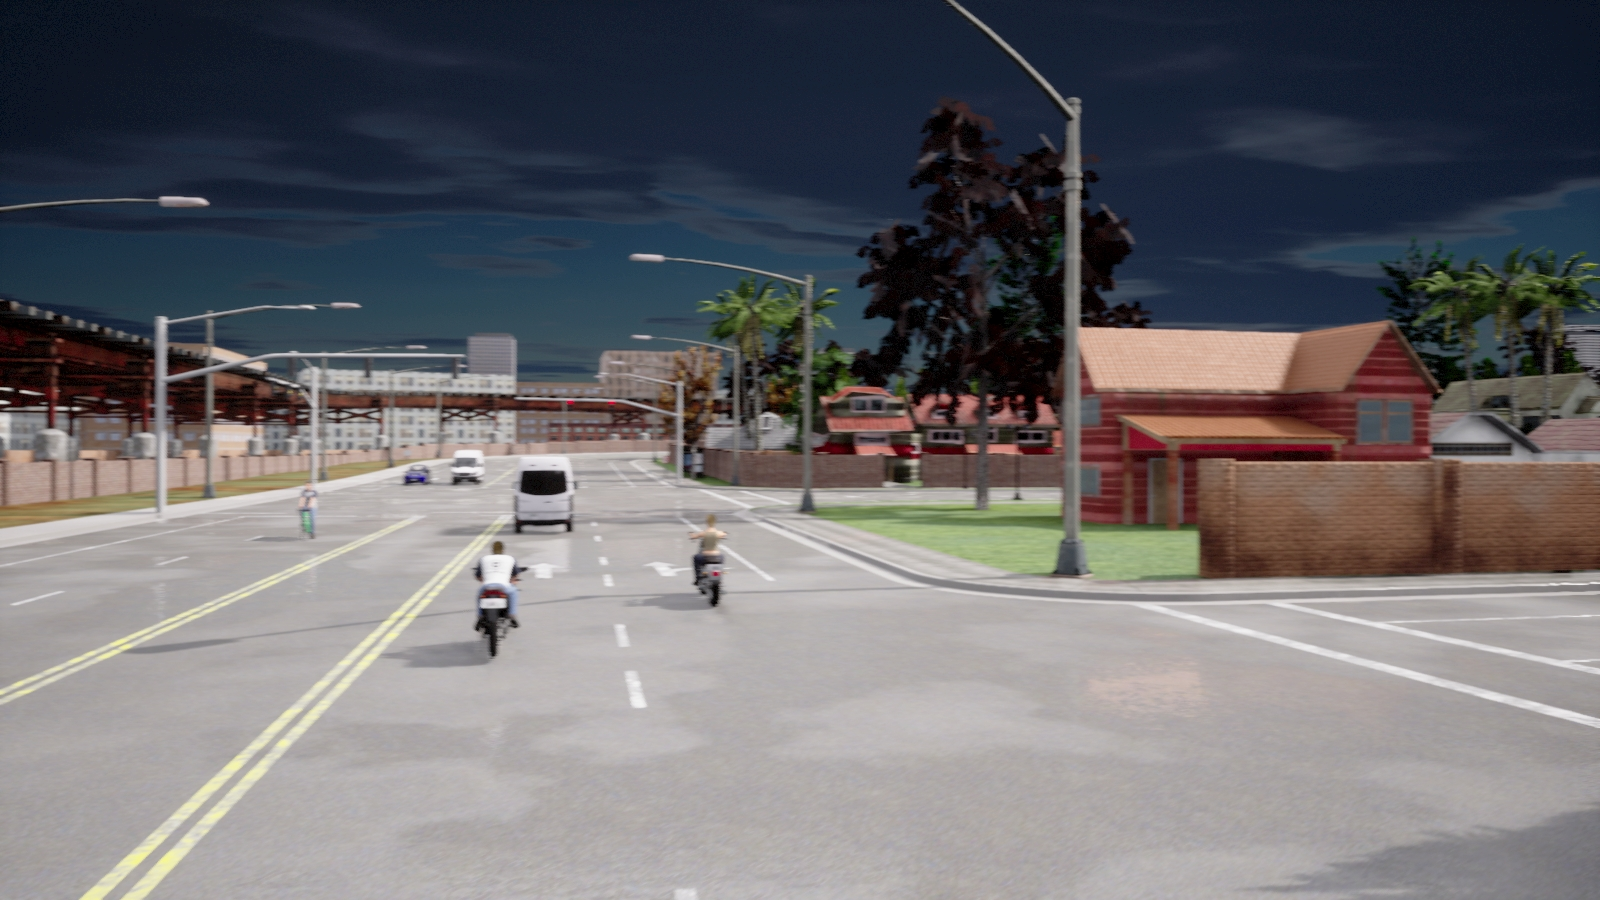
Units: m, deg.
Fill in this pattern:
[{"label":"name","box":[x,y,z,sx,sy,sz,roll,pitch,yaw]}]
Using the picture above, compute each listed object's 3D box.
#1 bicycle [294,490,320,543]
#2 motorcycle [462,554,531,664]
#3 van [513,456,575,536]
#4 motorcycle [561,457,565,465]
[{"label":"bicycle","box":[-14.970,2.003,34.733,0.373,1.521,1.643,0,0,-11]},{"label":"motorcycle","box":[-4.186,2.162,15.882,0.803,1.224,2.033,0,0,-11]},{"label":"van","box":[-8.988,1.508,40.296,1.988,2.561,5.915,0,0,-12]},{"label":"motorcycle","box":[-43.705,2.015,210.974,0.764,1.332,2.356,0,0,-11]}]
